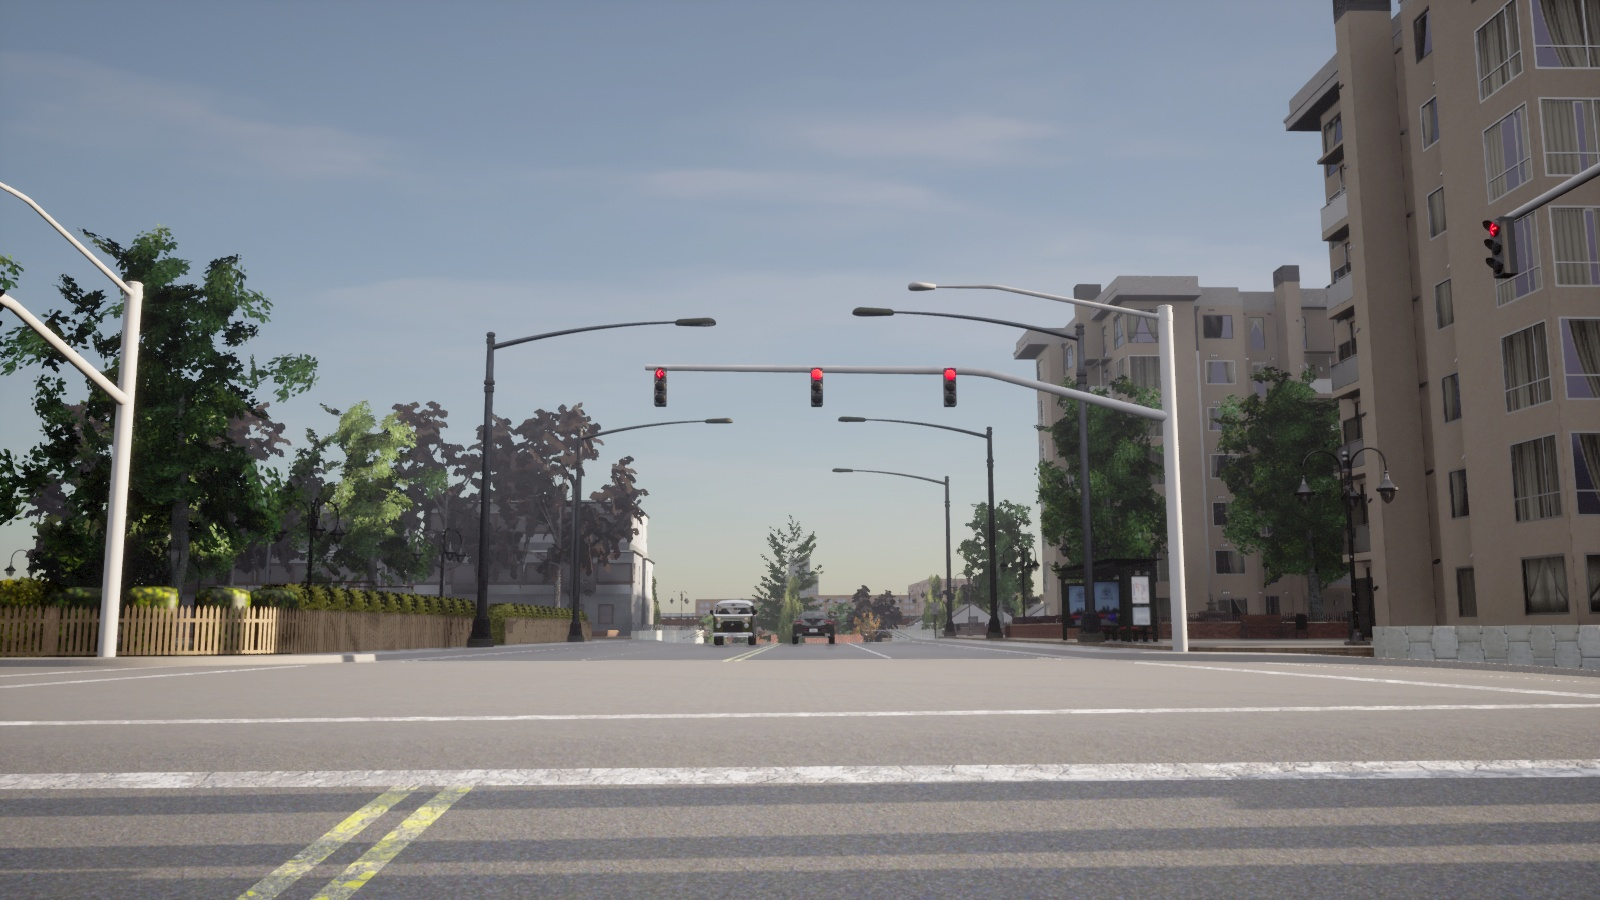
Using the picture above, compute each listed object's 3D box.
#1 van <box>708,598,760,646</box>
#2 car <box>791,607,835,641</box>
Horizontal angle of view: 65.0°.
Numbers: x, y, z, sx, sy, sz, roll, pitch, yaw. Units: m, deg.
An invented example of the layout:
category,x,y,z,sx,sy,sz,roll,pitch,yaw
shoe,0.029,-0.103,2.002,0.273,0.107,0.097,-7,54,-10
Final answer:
category,x,y,z,sx,sy,sz,roll,pitch,yaw
van,-2.910,7.721,56.230,2.069,2.038,4.480,0,-8,1
car,0.670,8.872,63.854,2.152,1.651,5.027,0,-8,1
